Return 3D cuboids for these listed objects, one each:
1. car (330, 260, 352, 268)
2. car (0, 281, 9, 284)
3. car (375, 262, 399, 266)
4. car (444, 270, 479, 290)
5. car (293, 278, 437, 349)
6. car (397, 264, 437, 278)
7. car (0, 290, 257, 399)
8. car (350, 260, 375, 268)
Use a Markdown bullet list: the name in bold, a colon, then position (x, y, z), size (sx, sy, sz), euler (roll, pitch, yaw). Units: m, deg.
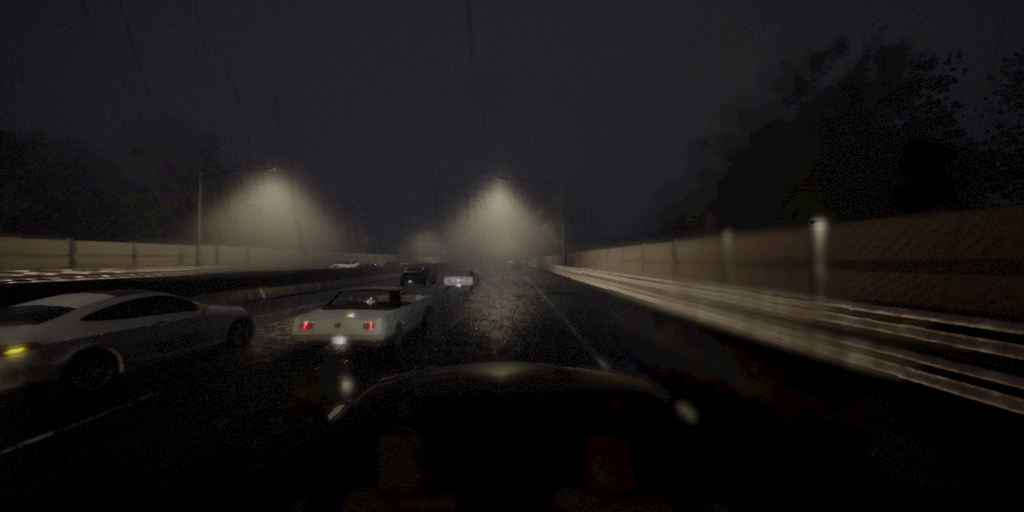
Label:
- **car**: position (-24.532, 1.537, 52.821), size (2.150, 2.045, 5.566), euler (0, -1, 1)
- **car**: position (-17.598, 1.419, 11.094), size (1.994, 1.385, 4.181), euler (0, -1, 0)
- **car**: position (-17.550, 1.658, 52.006), size (2.097, 1.767, 4.553), euler (0, -1, 0)
- **car**: position (-3.396, 1.608, 25.033), size (1.895, 1.301, 4.718), euler (0, -1, 0)
- **car**: position (-3.398, 1.435, 9.337), size (1.895, 1.301, 4.718), euler (0, -1, 0)
- **car**: position (-6.895, 1.531, 26.795), size (1.837, 1.490, 4.892), euler (0, -1, 0)
- **car**: position (-6.901, 1.328, 6.447), size (1.812, 1.442, 4.674), euler (0, -1, 0)
- **car**: position (-21.040, 1.783, 51.856), size (1.882, 1.535, 5.008), euler (0, -1, 0)
